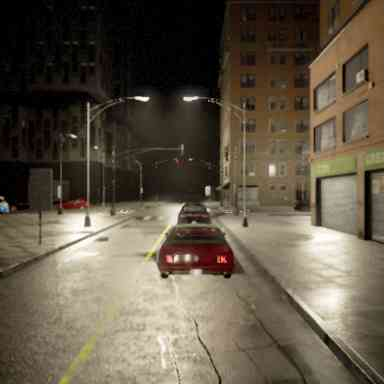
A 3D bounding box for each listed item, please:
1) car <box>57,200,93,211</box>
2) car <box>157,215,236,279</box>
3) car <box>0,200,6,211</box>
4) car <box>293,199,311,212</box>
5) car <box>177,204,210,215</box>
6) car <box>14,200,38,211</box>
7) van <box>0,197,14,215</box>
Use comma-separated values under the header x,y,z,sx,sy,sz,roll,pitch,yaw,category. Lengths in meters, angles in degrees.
x,y,z,sx,sy,sz,roll,pitch,yaw,category
-14.462,1.638,41.068,4.206,1.307,1.802,0,0,0,car
0.101,1.585,9.996,1.895,1.301,4.718,0,0,0,car
-25.760,1.685,41.081,4.403,1.369,2.008,0,0,0,car
12.112,1.365,32.512,4.313,1.339,1.947,0,0,0,car
0.102,1.443,20.144,1.882,1.535,5.008,0,0,0,car
-20.111,1.661,41.074,4.313,1.339,1.947,0,0,0,car
-20.114,1.374,32.550,3.998,1.788,1.690,0,0,0,van
